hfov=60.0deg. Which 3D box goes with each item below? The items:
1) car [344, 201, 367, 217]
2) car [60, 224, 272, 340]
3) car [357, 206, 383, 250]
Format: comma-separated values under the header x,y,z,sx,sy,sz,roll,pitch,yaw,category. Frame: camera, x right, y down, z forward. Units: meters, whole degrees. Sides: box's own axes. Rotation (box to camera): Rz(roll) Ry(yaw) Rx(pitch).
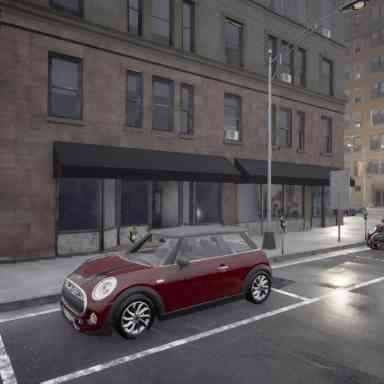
x,y,z,sx,sy,sz,roll,pitch,yaw,category
12.112,1.119,29.847,2.150,2.045,5.566,1,0,-36,car
-0.370,1.441,6.500,4.097,1.590,1.967,0,0,-36,car
8.561,1.445,12.898,4.097,1.590,1.967,0,0,-36,car
